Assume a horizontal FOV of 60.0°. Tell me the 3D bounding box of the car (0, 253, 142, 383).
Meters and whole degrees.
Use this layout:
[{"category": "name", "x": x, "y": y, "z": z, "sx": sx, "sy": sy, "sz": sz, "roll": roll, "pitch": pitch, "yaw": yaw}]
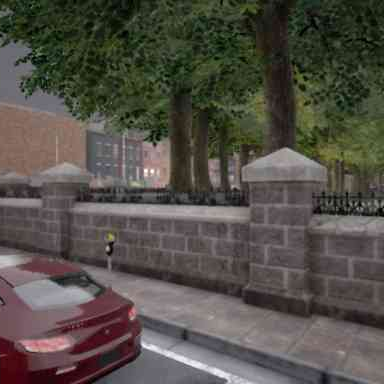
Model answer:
[{"category": "car", "x": -2.538, "y": 1.531, "z": 4.619, "sx": 4.206, "sy": 1.307, "sz": 1.802, "roll": 1, "pitch": 0, "yaw": 35}]
